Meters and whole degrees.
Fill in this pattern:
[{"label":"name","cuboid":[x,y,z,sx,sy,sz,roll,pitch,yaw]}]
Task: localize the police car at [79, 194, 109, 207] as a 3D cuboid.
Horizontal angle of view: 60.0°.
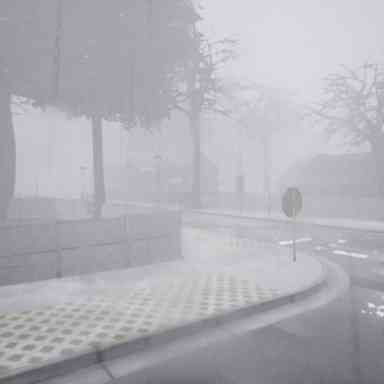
[{"label":"police car","cuboid":[-10.479,0.993,35.516,2.038,1.542,4.974,-1,1,-35]}]
